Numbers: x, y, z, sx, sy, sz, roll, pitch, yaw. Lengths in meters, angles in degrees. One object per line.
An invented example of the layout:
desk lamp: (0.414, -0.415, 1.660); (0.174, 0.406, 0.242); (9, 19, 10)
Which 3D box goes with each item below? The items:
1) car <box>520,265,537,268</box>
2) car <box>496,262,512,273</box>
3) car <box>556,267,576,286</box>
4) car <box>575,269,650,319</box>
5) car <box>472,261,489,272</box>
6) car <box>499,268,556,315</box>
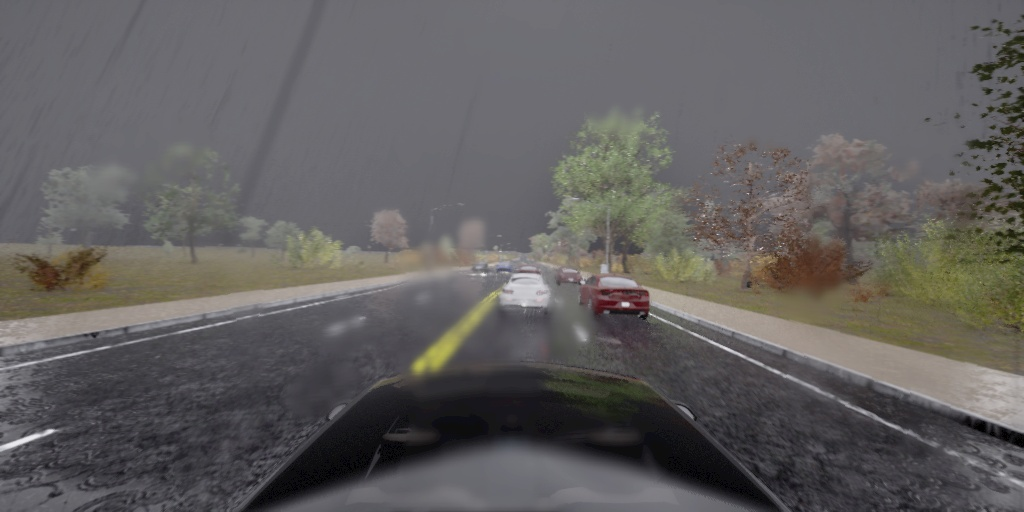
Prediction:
car: (1.370, 1.481, 29.890); (1.882, 1.535, 5.008); (2, 0, 3)
car: (-1.056, 1.548, 49.534); (1.882, 1.535, 5.008); (2, 0, 3)
car: (4.586, 1.618, 29.243); (1.812, 1.442, 4.674); (2, 0, 3)
car: (3.818, 1.435, 14.086); (1.882, 1.535, 5.008); (2, 0, 3)
car: (-4.290, 1.470, 49.919); (2.128, 1.511, 4.902); (2, 0, 3)
car: (0.574, 1.391, 14.272); (1.812, 1.442, 4.674); (2, 0, 3)
